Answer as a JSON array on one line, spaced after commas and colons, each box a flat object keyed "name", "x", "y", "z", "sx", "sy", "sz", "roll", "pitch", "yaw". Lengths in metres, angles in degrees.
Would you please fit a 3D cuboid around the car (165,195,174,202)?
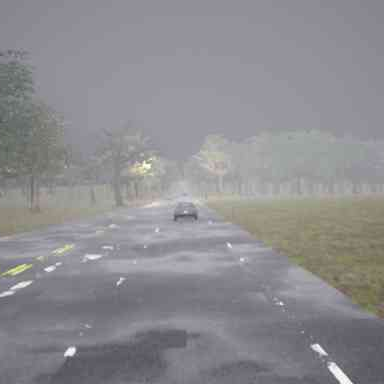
[{"name": "car", "x": -5.118, "y": 1.430, "z": 74.933, "sx": 1.812, "sy": 1.442, "sz": 4.674, "roll": -2, "pitch": 0, "yaw": -1}]

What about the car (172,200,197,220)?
[{"name": "car", "x": -0.564, "y": 1.590, "z": 28.996, "sx": 1.994, "sy": 1.385, "sz": 4.181, "roll": -2, "pitch": 0, "yaw": -1}]
